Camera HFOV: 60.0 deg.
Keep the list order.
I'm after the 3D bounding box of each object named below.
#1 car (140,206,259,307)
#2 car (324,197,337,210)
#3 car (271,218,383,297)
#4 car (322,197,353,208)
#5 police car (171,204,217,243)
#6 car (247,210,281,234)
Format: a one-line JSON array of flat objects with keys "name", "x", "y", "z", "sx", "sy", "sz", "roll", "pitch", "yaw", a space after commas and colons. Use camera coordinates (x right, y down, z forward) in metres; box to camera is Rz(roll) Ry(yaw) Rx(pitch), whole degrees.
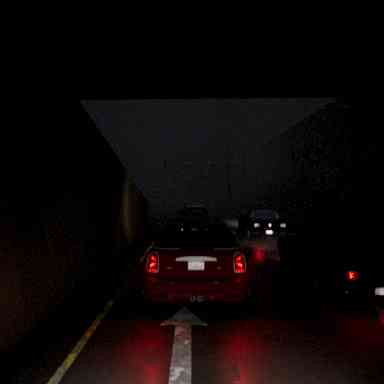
[{"name": "car", "x": 0.083, "y": 1.340, "z": 8.084, "sx": 2.097, "sy": 1.767, "sz": 4.553, "roll": 0, "pitch": 0, "yaw": 0}, {"name": "car", "x": 17.537, "y": 1.394, "z": 39.970, "sx": 2.038, "sy": 1.542, "sz": 4.974, "roll": 0, "pitch": 0, "yaw": 45}, {"name": "car", "x": 3.607, "y": 1.588, "z": 8.499, "sx": 1.895, "sy": 1.301, "sz": 4.718, "roll": 0, "pitch": 0, "yaw": 0}, {"name": "car", "x": 17.574, "y": 1.236, "z": 40.007, "sx": 1.853, "sy": 1.218, "sz": 4.536, "roll": 0, "pitch": 0, "yaw": 45}, {"name": "police car", "x": 0.096, "y": 1.479, "z": 17.210, "sx": 2.038, "sy": 1.542, "sz": 4.974, "roll": 0, "pitch": 0, "yaw": 0}, {"name": "car", "x": 3.600, "y": 1.575, "z": 17.656, "sx": 1.895, "sy": 1.301, "sz": 4.718, "roll": 0, "pitch": 0, "yaw": 0}]
